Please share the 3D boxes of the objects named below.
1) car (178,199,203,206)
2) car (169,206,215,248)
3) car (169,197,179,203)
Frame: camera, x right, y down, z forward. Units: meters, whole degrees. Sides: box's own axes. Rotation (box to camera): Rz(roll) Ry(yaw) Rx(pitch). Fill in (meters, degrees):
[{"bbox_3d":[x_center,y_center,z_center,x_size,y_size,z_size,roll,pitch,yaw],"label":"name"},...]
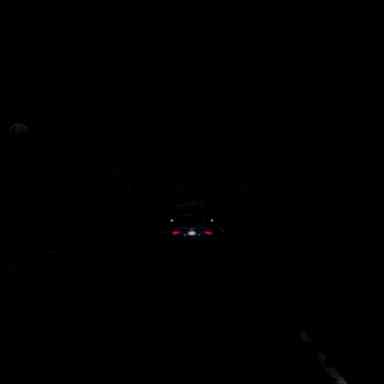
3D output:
[{"bbox_3d":[0.000,1.471,29.651,1.882,1.535,5.008,0,0,0],"label":"car"},{"bbox_3d":[0.000,1.558,14.652,2.033,1.411,5.357,0,0,0],"label":"car"},{"bbox_3d":[-3.500,1.600,66.621,1.895,1.301,4.718,0,0,0],"label":"car"}]
